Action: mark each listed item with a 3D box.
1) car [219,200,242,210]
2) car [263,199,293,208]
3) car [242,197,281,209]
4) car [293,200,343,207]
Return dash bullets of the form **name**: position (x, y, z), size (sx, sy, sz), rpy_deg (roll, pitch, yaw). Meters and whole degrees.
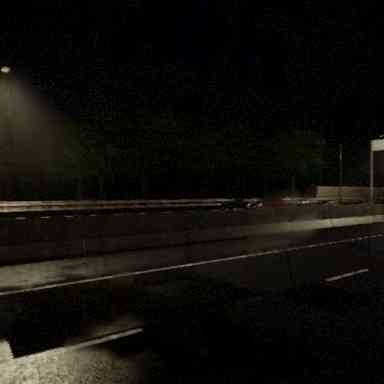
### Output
- **car**: position (5.024, 1.578, 37.553), size (4.181, 1.385, 1.994), rpy_deg (0, 0, -35)
- **car**: position (9.446, 1.615, 32.122), size (4.718, 1.301, 1.895), rpy_deg (0, 0, -35)
- **car**: position (7.947, 1.365, 35.345), size (4.553, 1.767, 2.097), rpy_deg (0, 0, -35)
- **car**: position (11.620, 1.506, 29.374), size (4.902, 1.511, 2.128), rpy_deg (0, 0, -35)
